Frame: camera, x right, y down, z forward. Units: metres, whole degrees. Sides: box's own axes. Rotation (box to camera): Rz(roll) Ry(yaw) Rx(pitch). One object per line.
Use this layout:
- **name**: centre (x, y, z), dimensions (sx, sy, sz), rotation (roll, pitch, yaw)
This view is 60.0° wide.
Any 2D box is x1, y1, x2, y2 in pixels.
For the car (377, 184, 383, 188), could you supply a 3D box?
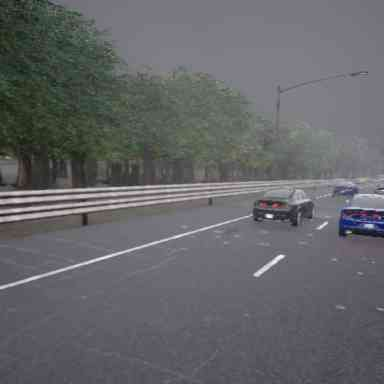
- **car**: centre (17.974, -0.004, 30.731), dimensions (2.128, 1.511, 4.902), rotation (4, 5, 32)

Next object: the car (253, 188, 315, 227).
- **car**: centre (4.313, 0.578, 15.157), dimensions (1.837, 1.490, 4.892), rotation (4, 5, 31)

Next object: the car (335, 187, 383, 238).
- **car**: centre (6.869, 0.812, 12.623), dimensions (1.882, 1.535, 5.008), rotation (4, 5, 31)

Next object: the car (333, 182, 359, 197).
- **car**: centre (15.497, -0.285, 33.366), dimensions (1.882, 1.535, 5.008), rotation (4, 5, 32)
